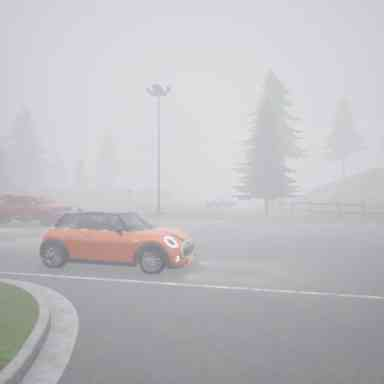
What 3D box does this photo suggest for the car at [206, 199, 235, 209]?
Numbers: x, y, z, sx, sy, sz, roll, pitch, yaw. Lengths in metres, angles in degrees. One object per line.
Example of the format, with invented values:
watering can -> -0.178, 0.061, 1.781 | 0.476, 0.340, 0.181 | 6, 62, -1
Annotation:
car -> 3.934, 1.584, 45.072 | 1.895, 1.301, 4.718 | 0, 0, 37

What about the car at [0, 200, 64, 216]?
car -> -15.537, 1.547, 32.482 | 5.357, 1.411, 2.033 | 0, 0, -14

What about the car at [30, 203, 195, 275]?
car -> -2.214, 1.349, 10.236 | 4.553, 1.767, 2.097 | 0, 0, 13

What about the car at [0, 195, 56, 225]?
car -> -10.966, 1.223, 23.121 | 5.566, 2.045, 2.150 | 0, 0, 13
